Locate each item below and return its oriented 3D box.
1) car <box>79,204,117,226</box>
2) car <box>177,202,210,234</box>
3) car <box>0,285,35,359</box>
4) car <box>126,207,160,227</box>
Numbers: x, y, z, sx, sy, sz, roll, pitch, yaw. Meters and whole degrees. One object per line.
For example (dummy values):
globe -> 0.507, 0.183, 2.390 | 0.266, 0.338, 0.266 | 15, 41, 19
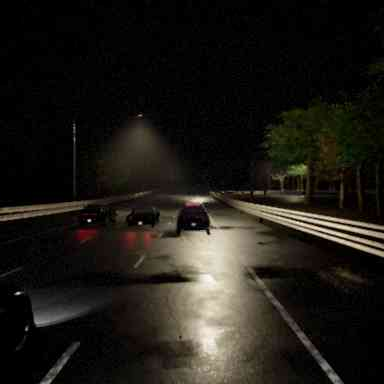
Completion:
car -> -6.914, 1.684, 24.787 | 1.837, 1.490, 4.892 | 0, 0, 0
car -> 0.087, 1.631, 20.485 | 1.882, 1.535, 5.008 | 0, 0, 0
car -> -3.401, 1.594, 3.425 | 1.994, 1.385, 4.181 | 0, 0, 0
car -> -3.414, 1.777, 24.189 | 1.895, 1.301, 4.718 | 0, 0, 0
